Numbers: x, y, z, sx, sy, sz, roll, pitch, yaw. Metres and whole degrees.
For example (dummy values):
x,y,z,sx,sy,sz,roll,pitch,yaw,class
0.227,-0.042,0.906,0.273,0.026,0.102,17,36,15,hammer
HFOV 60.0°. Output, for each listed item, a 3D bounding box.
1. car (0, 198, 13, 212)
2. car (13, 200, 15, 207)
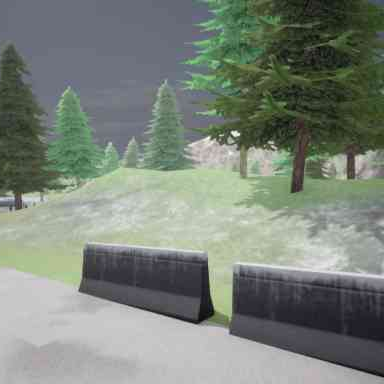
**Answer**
x,y,z,sx,sy,sz,roll,pitch,yaw,class
-21.883,1.397,34.442,2.128,1.511,4.902,0,0,42,car
-22.397,1.456,39.018,1.994,1.385,4.181,0,0,45,car
